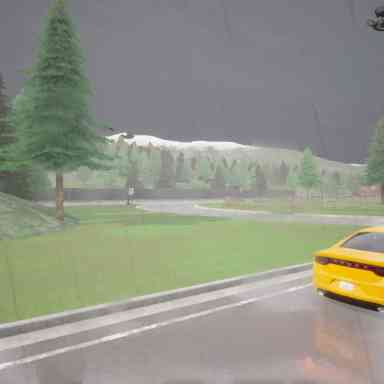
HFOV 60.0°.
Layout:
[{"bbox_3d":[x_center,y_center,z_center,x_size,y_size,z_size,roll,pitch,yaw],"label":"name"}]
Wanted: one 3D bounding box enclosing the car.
[{"bbox_3d":[4.700,1.478,7.206,5.008,1.535,1.882,0,0,-35],"label":"car"}]
